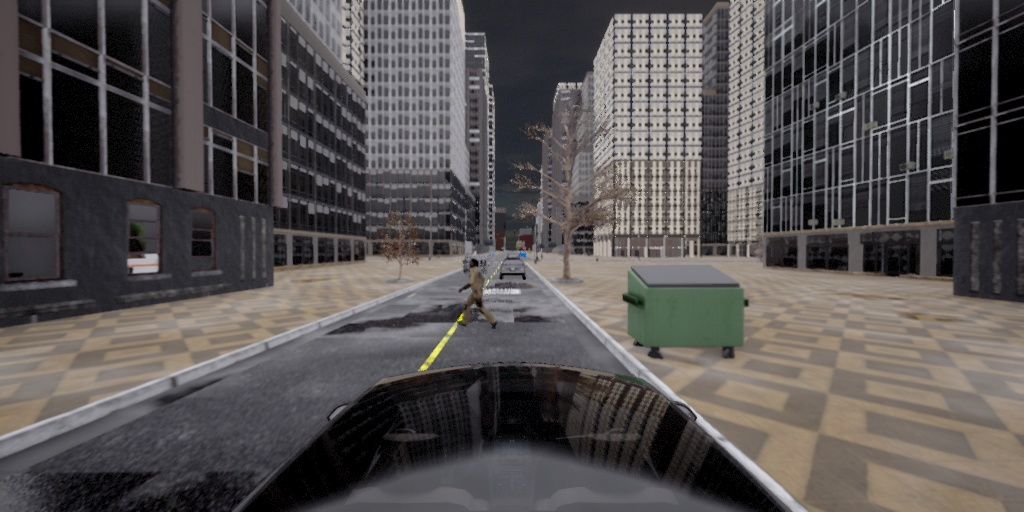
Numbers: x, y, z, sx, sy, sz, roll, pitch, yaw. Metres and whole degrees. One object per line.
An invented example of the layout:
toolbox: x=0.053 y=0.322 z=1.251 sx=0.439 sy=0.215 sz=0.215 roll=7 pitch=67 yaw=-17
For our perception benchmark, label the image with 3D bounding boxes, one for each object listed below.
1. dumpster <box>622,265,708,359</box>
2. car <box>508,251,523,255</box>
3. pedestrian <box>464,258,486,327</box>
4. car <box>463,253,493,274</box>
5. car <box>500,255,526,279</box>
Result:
dumpster: x=3.134 y=1.039 z=7.734 sx=1.020 sy=1.700 sz=1.940 roll=0 pitch=0 yaw=0
car: x=0.077 y=0.457 z=44.966 sx=1.882 sy=1.535 sz=5.008 roll=0 pitch=1 yaw=0
pedestrian: x=-0.934 y=0.912 z=9.105 sx=0.375 sy=1.860 sz=0.375 roll=0 pitch=1 yaw=-1
car: x=-3.103 y=0.721 z=31.028 sx=2.128 sy=1.511 sz=4.902 roll=0 pitch=1 yaw=0
car: x=0.067 y=0.865 z=26.050 sx=2.033 sy=1.411 sz=5.357 roll=0 pitch=1 yaw=0
